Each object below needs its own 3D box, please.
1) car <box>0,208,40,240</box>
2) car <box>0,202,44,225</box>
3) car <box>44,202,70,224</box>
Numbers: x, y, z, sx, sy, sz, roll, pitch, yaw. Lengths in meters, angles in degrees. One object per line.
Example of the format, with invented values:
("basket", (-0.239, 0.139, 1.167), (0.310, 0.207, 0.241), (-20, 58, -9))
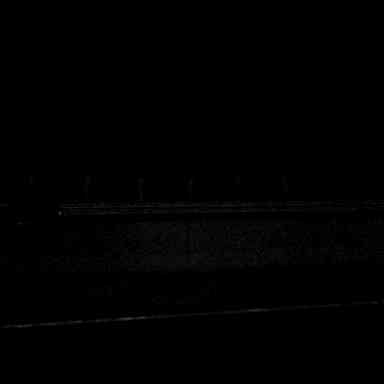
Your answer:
("car", (-10.481, 1.597, 16.909), (4.674, 1.442, 1.812), (0, 0, -9))
("car", (-8.883, 1.412, 13.625), (4.553, 1.767, 2.097), (0, 0, -9))
("car", (-10.060, 1.423, 20.525), (4.553, 1.767, 2.097), (0, 0, -9))
